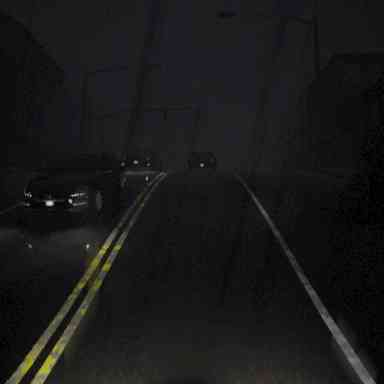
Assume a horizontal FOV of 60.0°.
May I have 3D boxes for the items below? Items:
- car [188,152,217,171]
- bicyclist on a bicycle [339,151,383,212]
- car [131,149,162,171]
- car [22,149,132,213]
[{"bbox_3d":[0.754,-2.116,23.703,1.895,1.301,4.718,0,2,2],"label":"car"},{"bbox_3d":[4.774,-0.264,8.814,1.656,1.620,0.582,0,11,5],"label":"bicyclist on a bicycle"},{"bbox_3d":[-3.047,-1.975,20.494,1.994,1.385,4.181,0,4,2],"label":"car"},{"bbox_3d":[-3.380,-0.500,10.293,1.837,1.490,4.892,0,13,1],"label":"car"}]
